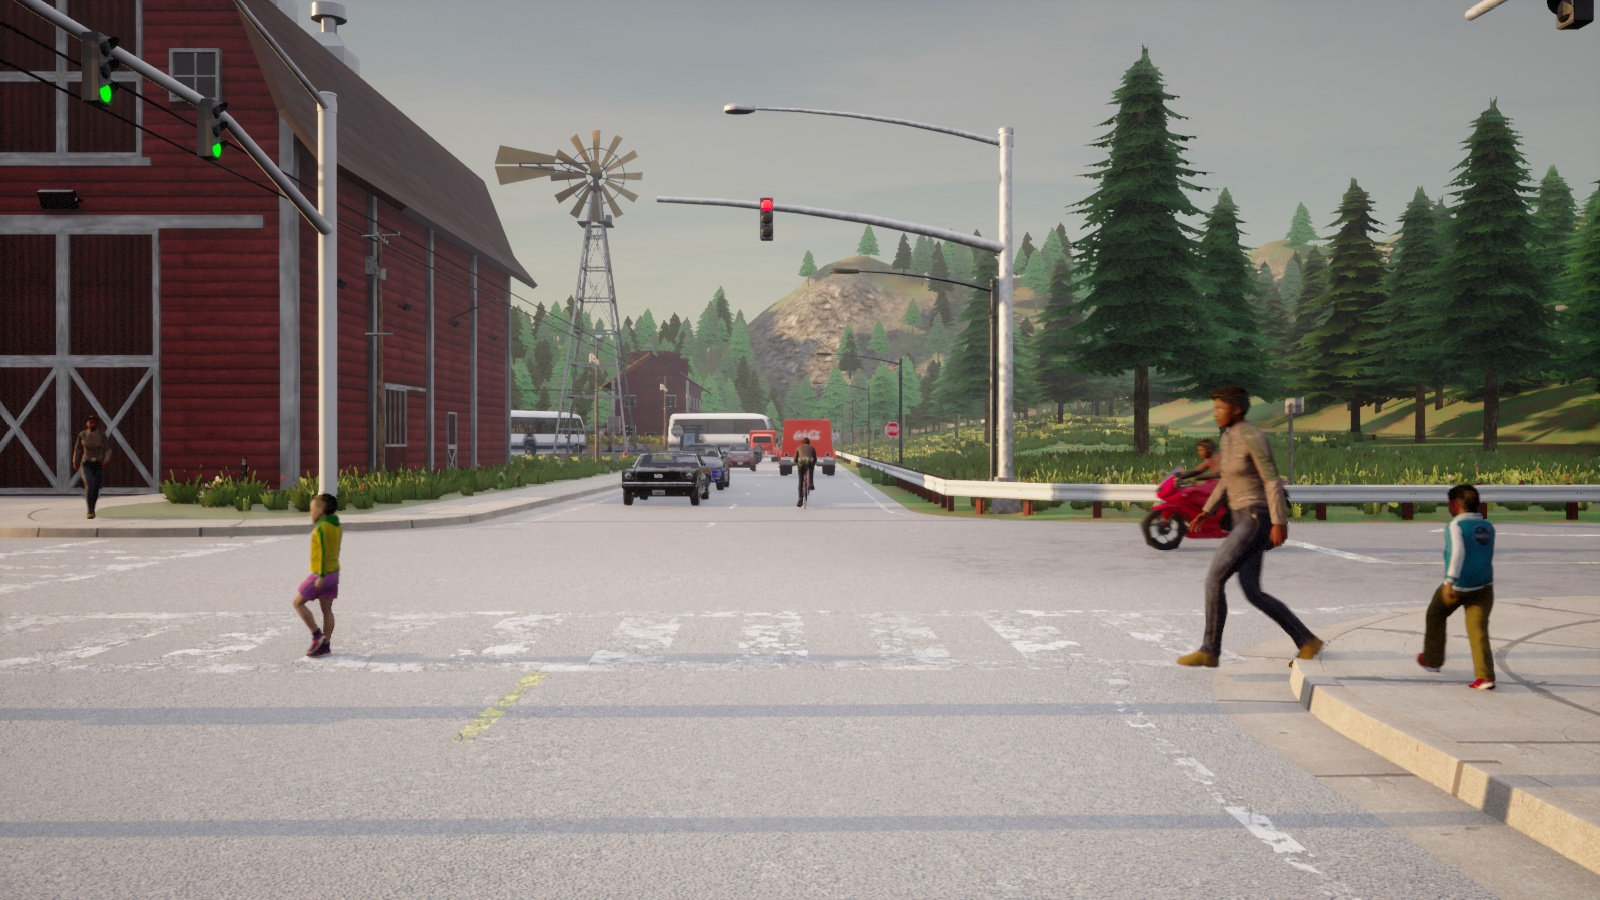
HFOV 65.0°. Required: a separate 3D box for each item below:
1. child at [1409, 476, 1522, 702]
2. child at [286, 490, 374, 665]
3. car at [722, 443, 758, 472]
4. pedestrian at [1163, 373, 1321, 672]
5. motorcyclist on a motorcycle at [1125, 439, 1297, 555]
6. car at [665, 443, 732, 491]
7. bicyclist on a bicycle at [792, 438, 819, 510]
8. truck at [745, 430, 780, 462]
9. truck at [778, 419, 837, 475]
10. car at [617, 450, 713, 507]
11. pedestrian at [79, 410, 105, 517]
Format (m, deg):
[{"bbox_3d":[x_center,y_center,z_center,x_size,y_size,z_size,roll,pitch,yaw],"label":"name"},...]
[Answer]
[{"bbox_3d":[3.665,0.746,6.932,0.343,1.192,0.448,0,0,-12],"label":"child"},{"bbox_3d":[-3.210,0.857,8.589,0.473,1.160,0.299,0,0,6],"label":"child"},{"bbox_3d":[-3.149,0.386,65.934,1.845,1.501,3.633,0,0,-3],"label":"car"},{"bbox_3d":[2.737,0.438,7.814,0.869,1.805,0.328,0,0,7],"label":"pedestrian"},{"bbox_3d":[5.519,0.614,16.940,2.044,1.523,0.797,0,1,-2],"label":"motorcyclist on a motorcycle"},{"bbox_3d":[-3.259,0.526,40.978,1.816,1.474,4.193,0,0,0],"label":"car"},{"bbox_3d":[0.138,0.536,28.872,0.582,1.620,1.656,0,0,1],"label":"bicyclist on a bicycle"},{"bbox_3d":[-2.936,-0.305,99.363,2.627,2.467,5.204,0,0,0],"label":"truck"},{"bbox_3d":[0.337,-0.091,58.239,2.627,2.467,5.204,0,-1,0],"label":"truck"},{"bbox_3d":[-3.310,0.665,31.709,1.895,1.301,4.718,0,0,0],"label":"car"},{"bbox_3d":[-12.160,0.228,21.570,0.328,1.805,0.869,0,0,-34],"label":"pedestrian"}]
